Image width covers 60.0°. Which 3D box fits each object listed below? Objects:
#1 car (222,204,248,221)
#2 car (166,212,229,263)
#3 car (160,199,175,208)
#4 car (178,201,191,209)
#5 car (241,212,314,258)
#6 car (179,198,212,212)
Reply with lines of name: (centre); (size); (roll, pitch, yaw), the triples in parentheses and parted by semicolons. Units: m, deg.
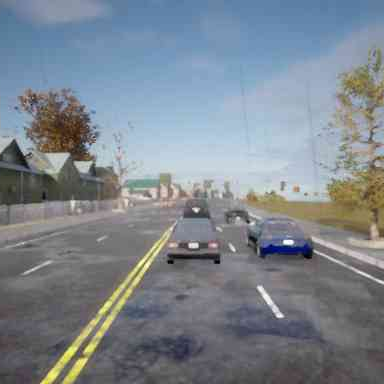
car: (3.713, 1.817, 28.360); (1.837, 1.490, 4.892); (0, 0, 2)
car: (0.090, 1.684, 12.518); (2.033, 1.411, 5.357); (0, -1, 1)
car: (-4.493, 2.062, 61.210); (2.097, 1.767, 4.553); (0, -1, 4)
car: (-1.257, 2.300, 60.808); (1.895, 1.301, 4.718); (0, -1, 4)
car: (3.368, 1.709, 13.428); (1.994, 1.385, 4.181); (0, -1, 2)
car: (0.422, 1.528, 27.545); (2.150, 2.045, 5.566); (0, 0, 2)
